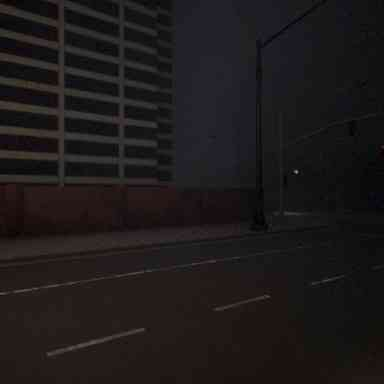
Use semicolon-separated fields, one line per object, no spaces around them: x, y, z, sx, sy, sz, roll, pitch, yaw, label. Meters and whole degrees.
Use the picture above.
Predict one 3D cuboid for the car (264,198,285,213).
8.208;1.504;37.635;1.837;1.490;4.892;0;0;-36;car
